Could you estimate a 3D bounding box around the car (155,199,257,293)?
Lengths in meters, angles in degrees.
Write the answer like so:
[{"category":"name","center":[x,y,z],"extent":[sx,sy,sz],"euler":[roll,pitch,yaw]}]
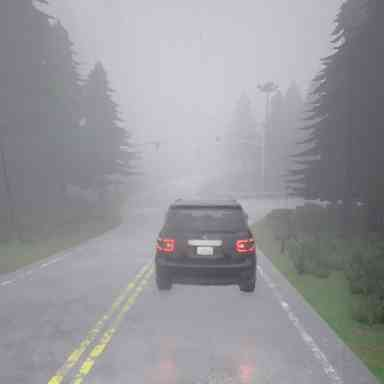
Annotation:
[{"category":"car","center":[0.386,1.193,8.996],"extent":[2.150,2.045,5.566],"euler":[0,0,3]}]
